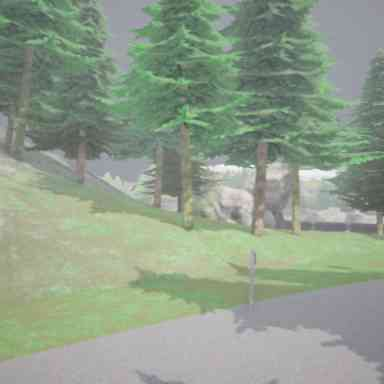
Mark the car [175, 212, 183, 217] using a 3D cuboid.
[{"bbox_3d":[-0.535,4.452,55.695,5.566,2.045,2.150,-3,-6,40],"label":"car"}]
